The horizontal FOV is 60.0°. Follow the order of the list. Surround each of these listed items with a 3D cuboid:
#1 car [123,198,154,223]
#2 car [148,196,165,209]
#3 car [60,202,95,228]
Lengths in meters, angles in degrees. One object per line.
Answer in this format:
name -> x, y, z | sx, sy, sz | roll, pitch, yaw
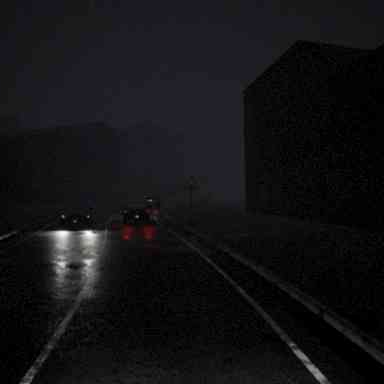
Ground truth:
car -> -4.040, 1.419, 24.164 | 1.812, 1.442, 4.674 | 0, 0, -11
car -> -4.610, 1.227, 41.709 | 2.128, 1.511, 4.902 | 0, 0, 5
car -> -7.284, 1.401, 21.515 | 1.812, 1.442, 4.674 | 1, 0, -13
